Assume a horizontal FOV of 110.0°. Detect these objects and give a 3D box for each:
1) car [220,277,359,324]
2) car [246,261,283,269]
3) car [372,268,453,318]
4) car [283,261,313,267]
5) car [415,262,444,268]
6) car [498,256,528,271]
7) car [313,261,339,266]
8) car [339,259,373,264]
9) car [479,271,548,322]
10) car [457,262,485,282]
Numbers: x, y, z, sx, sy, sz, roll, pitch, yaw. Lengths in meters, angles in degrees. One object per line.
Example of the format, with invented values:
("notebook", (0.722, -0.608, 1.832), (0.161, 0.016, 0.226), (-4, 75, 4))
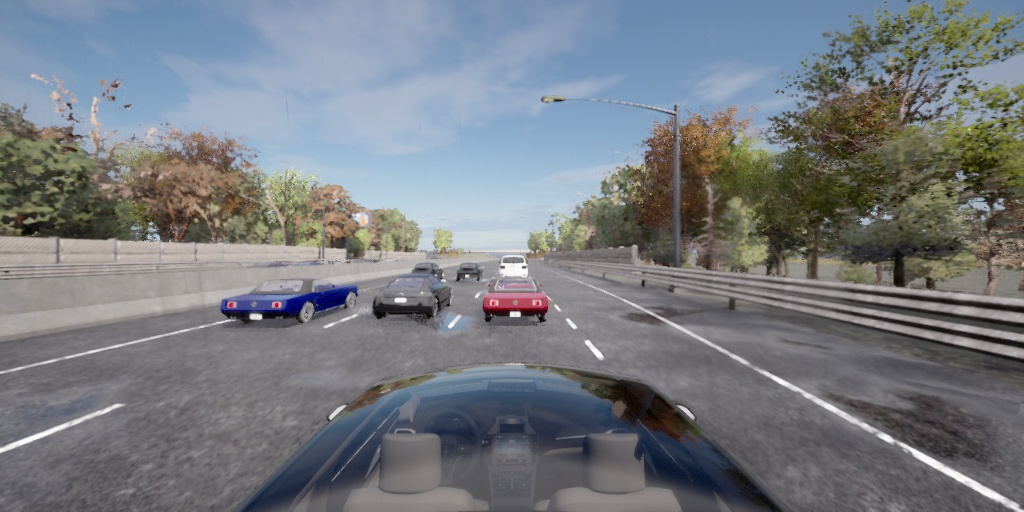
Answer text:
("car", (-6.898, 1.353, 11.896), (1.895, 1.301, 4.718), (0, 0, 0))
("car", (-28.074, 1.327, 41.398), (2.033, 1.411, 5.357), (0, 0, 0))
("car", (-3.398, 1.317, 12.944), (1.994, 1.385, 4.181), (0, 0, 0))
("car", (-24.573, 1.329, 43.275), (2.033, 1.411, 5.357), (0, 0, 0))
("car", (-6.895, 1.271, 29.651), (1.837, 1.490, 4.892), (0, 0, 0))
("car", (0.102, 0.986, 28.753), (2.150, 2.045, 5.566), (0, 0, 0))
("car", (-21.078, 1.382, 42.464), (1.895, 1.301, 4.718), (0, 0, 0))
("car", (-17.577, 1.131, 41.480), (2.097, 1.767, 4.553), (0, 0, 0))
("car", (0.100, 1.354, 12.313), (1.895, 1.301, 4.718), (0, 0, 0))
("car", (-3.395, 1.271, 29.633), (1.837, 1.490, 4.892), (0, 0, 0))
